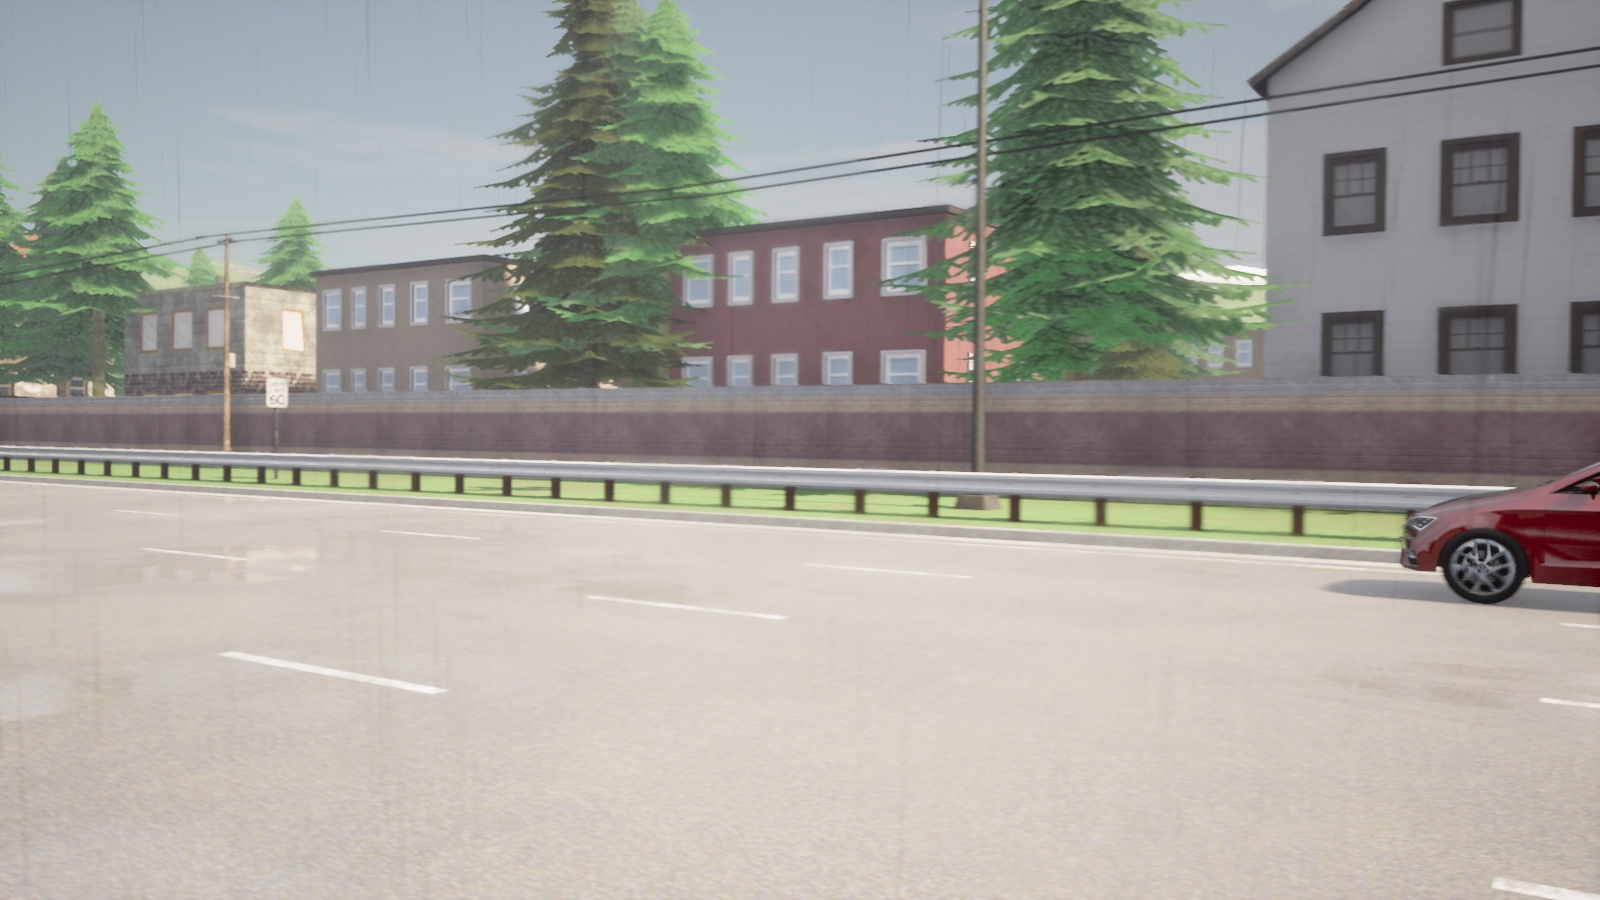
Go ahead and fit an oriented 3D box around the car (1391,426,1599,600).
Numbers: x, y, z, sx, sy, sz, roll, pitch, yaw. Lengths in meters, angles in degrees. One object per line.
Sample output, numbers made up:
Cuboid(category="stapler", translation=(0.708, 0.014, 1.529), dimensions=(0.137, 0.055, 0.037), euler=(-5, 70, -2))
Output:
Cuboid(category="car", translation=(7.676, 0.524, 11.129), dimensions=(4.193, 1.474, 1.816), euler=(0, 1, 34))
